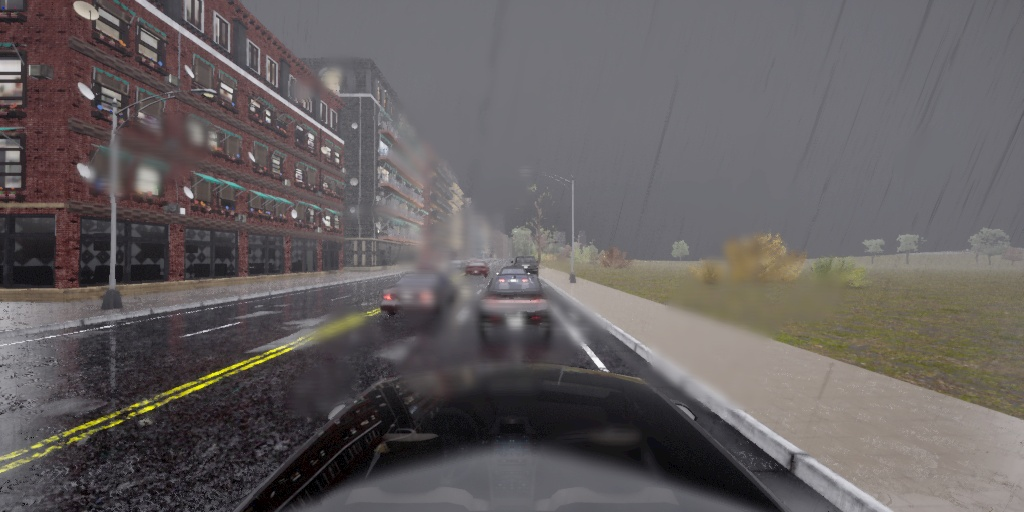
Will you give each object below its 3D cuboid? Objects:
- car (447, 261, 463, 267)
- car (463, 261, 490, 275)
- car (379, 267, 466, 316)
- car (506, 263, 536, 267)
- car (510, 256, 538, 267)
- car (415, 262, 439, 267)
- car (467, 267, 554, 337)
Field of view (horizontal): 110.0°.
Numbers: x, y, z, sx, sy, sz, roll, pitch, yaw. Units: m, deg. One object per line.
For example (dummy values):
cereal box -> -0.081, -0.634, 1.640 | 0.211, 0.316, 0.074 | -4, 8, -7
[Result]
car -> -6.691, 1.279, 43.589 | 1.812, 1.442, 4.674 | 0, 0, 0
car -> -3.211, 1.232, 34.488 | 1.882, 1.535, 5.008 | 0, 0, 0
car -> -3.170, 1.299, 13.315 | 2.033, 1.411, 5.357 | 0, 0, 0
car -> 0.068, 1.301, 20.740 | 2.033, 1.411, 5.357 | 0, 0, 0
car -> 1.082, 0.979, 30.952 | 2.150, 2.045, 5.566 | 0, 0, 0
car -> -9.927, 1.355, 41.870 | 1.895, 1.301, 4.718 | 0, 0, 0
car -> 0.085, 1.243, 10.300 | 2.128, 1.511, 4.902 | 0, 0, 0
